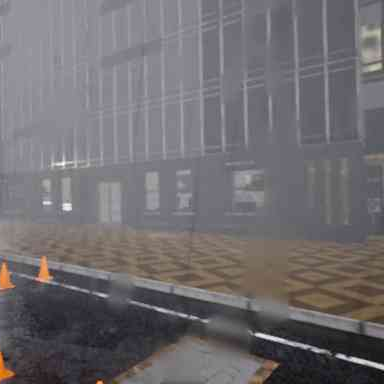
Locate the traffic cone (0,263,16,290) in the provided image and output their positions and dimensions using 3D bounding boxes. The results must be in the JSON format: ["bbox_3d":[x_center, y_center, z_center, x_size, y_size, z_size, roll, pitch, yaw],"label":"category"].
[{"bbox_3d":[-4.525,2.014,8.055,0.340,0.580,0.340,0,0,36],"label":"traffic cone"}]

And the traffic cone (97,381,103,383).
[{"bbox_3d":[-0.814,1.972,2.934,0.340,0.580,0.340,0,0,36],"label":"traffic cone"}]

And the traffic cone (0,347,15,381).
[{"bbox_3d":[-2.440,1.985,4.099,0.340,0.580,0.340,0,0,36],"label":"traffic cone"}]

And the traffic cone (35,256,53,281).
[{"bbox_3d":[-3.943,2.016,8.867,0.340,0.580,0.340,0,0,36],"label":"traffic cone"}]
